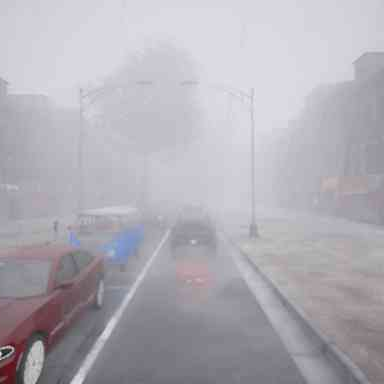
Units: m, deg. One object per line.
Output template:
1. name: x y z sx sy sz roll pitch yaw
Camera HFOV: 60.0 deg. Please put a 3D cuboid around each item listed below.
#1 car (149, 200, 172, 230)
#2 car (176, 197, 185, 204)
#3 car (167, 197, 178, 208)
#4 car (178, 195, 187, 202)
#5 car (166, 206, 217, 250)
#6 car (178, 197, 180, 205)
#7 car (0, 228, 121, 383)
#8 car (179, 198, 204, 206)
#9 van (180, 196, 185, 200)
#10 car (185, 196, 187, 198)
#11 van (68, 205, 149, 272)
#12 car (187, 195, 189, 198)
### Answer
1. car: -2.616 1.563 21.875 1.967 1.590 4.097 2 0 0
2. car: -2.627 2.012 77.055 1.752 1.417 4.829 2 0 0
3. car: -3.029 1.684 39.586 1.801 1.575 5.366 0 0 0
4. car: -2.624 1.929 93.831 2.192 1.841 5.009 1 0 0
5. car: 0.068 1.590 14.792 1.837 1.490 4.892 0 0 0
6. car: -3.020 1.749 46.398 1.882 1.535 5.008 0 0 0
7. car: -2.617 1.575 5.269 1.887 1.381 4.507 2 0 0
8. car: 0.071 1.655 31.308 1.882 1.535 5.008 0 0 0
9. van: -2.620 1.709 60.621 1.690 1.788 3.998 2 0 0
10. car: -2.627 2.013 71.690 1.947 1.339 4.313 2 0 0
11. van: -2.612 1.402 10.806 1.690 1.788 3.998 2 0 0
12. car: -2.629 2.122 88.295 2.008 1.369 4.403 1 0 0
